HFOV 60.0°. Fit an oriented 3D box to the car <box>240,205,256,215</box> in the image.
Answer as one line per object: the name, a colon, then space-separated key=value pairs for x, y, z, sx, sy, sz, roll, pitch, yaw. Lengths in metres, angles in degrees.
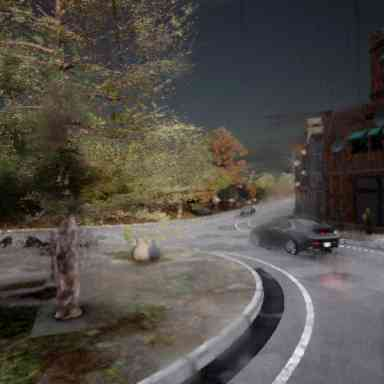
car: x=8.621 y=2.745 z=50.742 sx=2.128 sy=1.511 sz=4.902 roll=-1 pitch=-1 yaw=19

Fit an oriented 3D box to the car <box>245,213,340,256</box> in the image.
car: x=4.388 y=1.850 z=14.979 sx=1.837 sy=1.490 sz=4.892 roll=-1 pitch=-2 yaw=-18
